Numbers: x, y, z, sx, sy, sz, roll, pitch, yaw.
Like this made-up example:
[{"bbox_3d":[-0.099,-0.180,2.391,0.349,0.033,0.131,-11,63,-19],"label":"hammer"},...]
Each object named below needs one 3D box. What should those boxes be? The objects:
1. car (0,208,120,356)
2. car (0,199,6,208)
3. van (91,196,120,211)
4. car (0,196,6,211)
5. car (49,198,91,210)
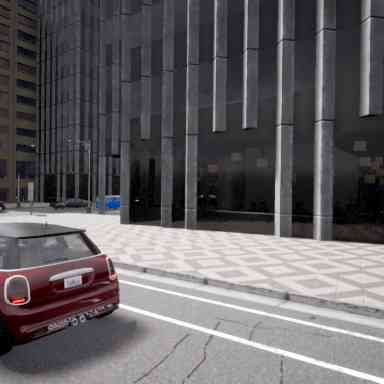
[{"bbox_3d":[-3.496,1.349,6.171,4.553,1.767,2.097,0,0,35],"label":"car"},{"bbox_3d":[-21.565,1.277,33.801,2.097,1.767,4.553,1,1,35],"label":"car"},{"bbox_3d":[-9.711,1.339,40.287,1.690,1.788,3.998,1,1,36],"label":"van"},{"bbox_3d":[-22.994,1.323,36.448,1.967,1.590,4.097,1,1,36],"label":"car"},{"bbox_3d":[-15.394,1.460,42.441,2.033,1.411,5.357,1,1,36],"label":"car"}]
